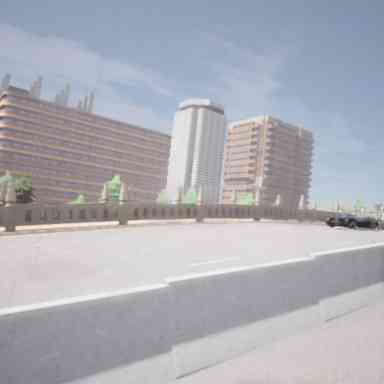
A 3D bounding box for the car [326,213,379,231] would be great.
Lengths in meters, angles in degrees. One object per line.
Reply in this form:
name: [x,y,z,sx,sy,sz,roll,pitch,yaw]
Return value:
car: [12.445,2.262,25.758,4.718,1.301,1.895,5,-3,-35]
